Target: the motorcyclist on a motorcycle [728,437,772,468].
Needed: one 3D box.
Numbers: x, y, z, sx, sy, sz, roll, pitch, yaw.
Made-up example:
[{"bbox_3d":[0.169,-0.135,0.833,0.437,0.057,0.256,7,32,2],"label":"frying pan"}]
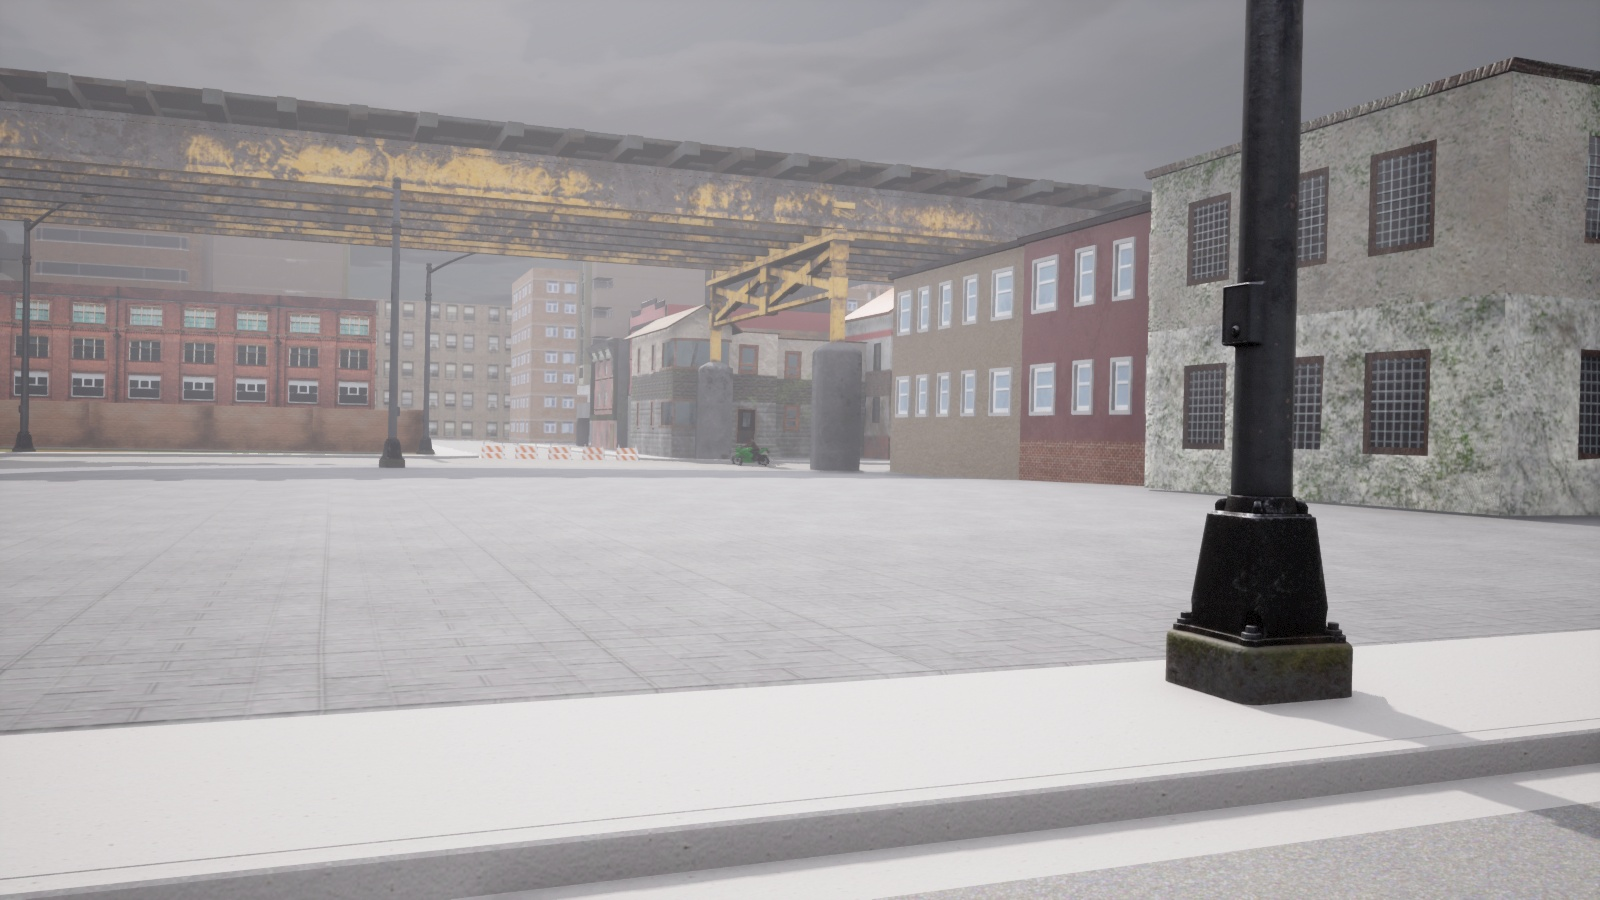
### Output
[{"bbox_3d":[-2.534,0.118,63.640,2.044,1.523,0.797,0,1,-20],"label":"motorcyclist on a motorcycle"}]
